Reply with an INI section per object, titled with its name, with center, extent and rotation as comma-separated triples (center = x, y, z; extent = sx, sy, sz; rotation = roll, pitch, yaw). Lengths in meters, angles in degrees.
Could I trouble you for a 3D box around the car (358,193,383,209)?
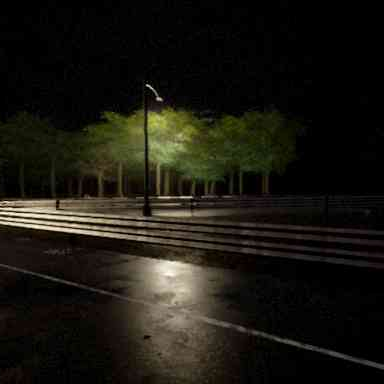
[car]
center = 17.930, 0.842, 31.016
extent = 4.892, 1.490, 1.837
rotation = -1, 0, -6
